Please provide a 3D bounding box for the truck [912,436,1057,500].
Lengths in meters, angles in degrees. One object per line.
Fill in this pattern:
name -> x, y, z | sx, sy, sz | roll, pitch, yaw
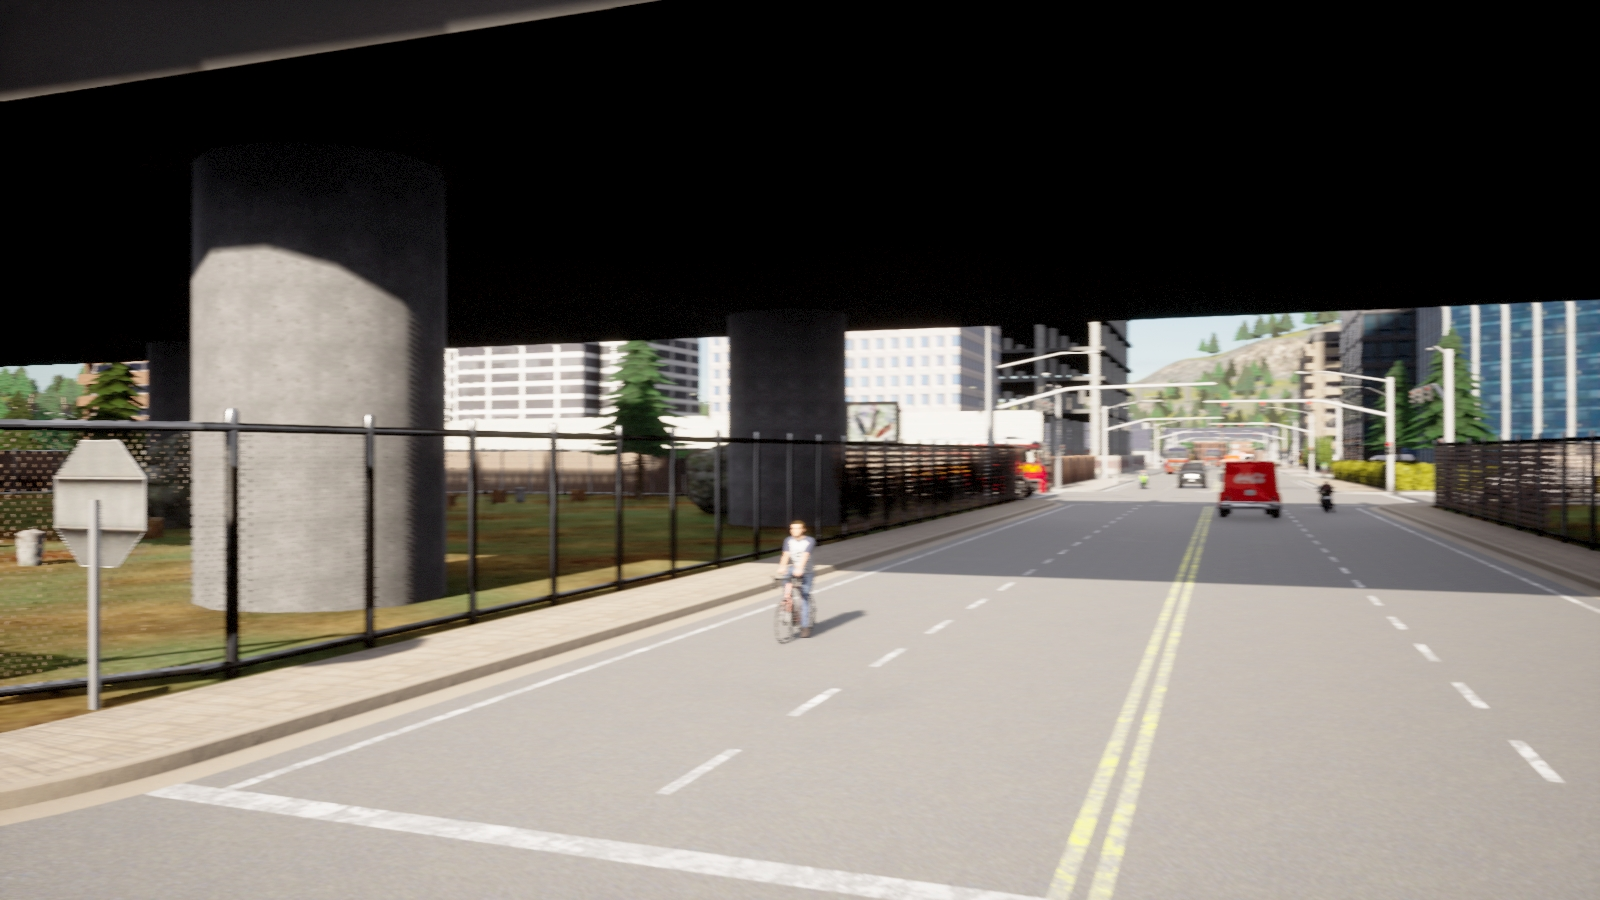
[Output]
truck -> 11.425, 1.083, 70.930 | 8.468, 3.827, 2.891 | 0, 0, 21

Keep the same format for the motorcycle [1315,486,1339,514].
motorcycle -> 24.757, 2.337, 53.728 | 0.867, 1.251, 2.209 | 0, 0, 21

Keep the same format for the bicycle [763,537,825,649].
bicycle -> -0.066, 2.126, 17.325 | 0.373, 1.496, 1.643 | 0, 0, 21

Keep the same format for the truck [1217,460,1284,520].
truck -> 19.944, 1.704, 50.770 | 2.627, 2.467, 5.204 | 0, 0, 20
